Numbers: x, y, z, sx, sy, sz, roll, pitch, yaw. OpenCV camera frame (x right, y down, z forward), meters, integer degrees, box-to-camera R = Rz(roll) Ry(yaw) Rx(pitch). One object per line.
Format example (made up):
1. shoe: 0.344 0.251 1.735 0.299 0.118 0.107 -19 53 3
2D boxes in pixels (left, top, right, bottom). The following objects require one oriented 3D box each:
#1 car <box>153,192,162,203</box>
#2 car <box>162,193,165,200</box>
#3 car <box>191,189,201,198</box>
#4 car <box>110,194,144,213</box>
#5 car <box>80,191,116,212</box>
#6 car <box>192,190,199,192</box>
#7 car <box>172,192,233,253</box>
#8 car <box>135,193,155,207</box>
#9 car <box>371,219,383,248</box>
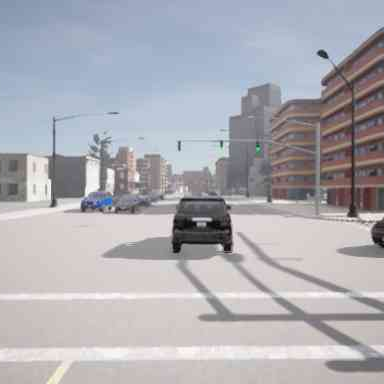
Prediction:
1. car: -6.240 0.910 51.608 1.837 1.490 4.892 0 1 1
2. car: -6.164 0.717 61.770 1.812 1.442 4.674 0 1 0
3. car: 0.870 0.302 74.318 2.097 1.767 4.553 0 1 0
4. car: -6.342 1.264 33.049 1.837 1.490 4.892 0 1 0
5. car: -9.832 0.955 34.809 2.150 2.045 5.566 0 1 1
6. car: 0.845 0.635 64.120 2.128 1.511 4.902 0 1 0
7. car: 0.452 1.149 13.628 2.150 2.045 5.566 0 0 3
8. car: -6.306 1.201 42.310 1.895 1.301 4.718 0 1 0
9. car: 9.127 1.450 12.794 4.892 1.490 1.837 0 -3 -24
